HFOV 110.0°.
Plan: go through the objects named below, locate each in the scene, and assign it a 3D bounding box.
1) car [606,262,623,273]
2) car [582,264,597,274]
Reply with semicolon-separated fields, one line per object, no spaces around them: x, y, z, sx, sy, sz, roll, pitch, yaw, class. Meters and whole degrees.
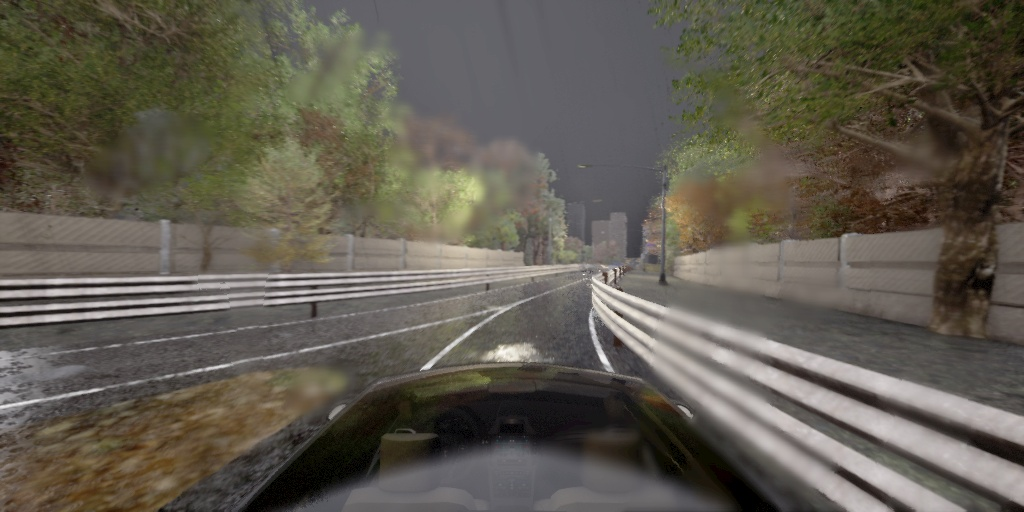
16.136;2.131;57.392;2.033;1.411;5.357;1;-1;19;car
12.179;2.018;55.982;2.033;1.411;5.357;1;-1;20;car
